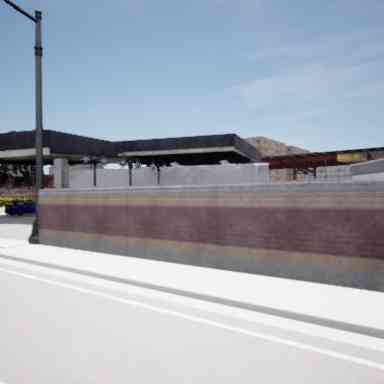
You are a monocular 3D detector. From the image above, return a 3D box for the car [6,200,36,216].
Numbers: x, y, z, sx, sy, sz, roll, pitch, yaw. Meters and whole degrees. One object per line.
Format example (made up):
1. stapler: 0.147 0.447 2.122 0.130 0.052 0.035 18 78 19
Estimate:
1. car: -18.484 1.772 37.747 2.242 1.667 4.611 -1 -1 37
